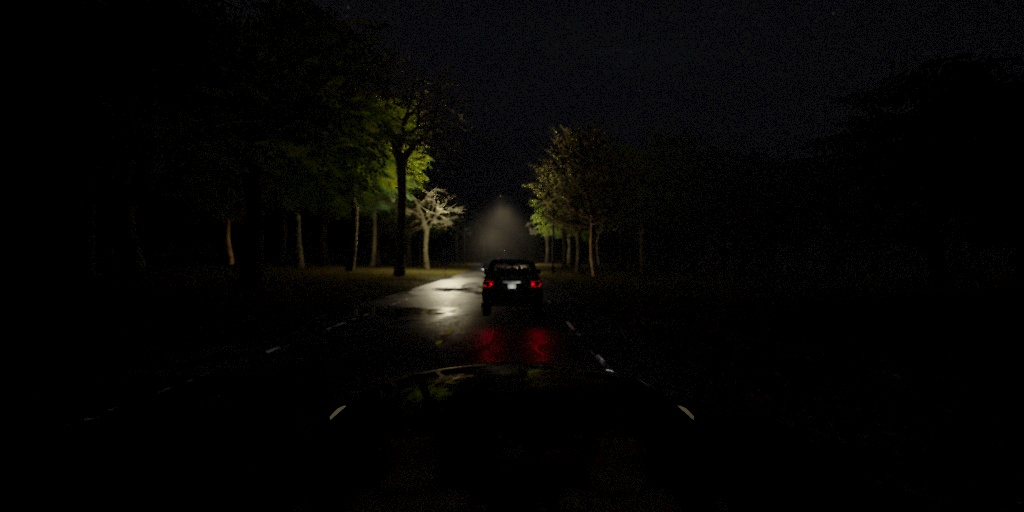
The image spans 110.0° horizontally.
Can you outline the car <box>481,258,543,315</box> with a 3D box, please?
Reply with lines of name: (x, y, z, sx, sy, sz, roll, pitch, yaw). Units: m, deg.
car: (0.013, 1.104, 14.423, 2.150, 2.045, 5.566, 0, 0, 0)
